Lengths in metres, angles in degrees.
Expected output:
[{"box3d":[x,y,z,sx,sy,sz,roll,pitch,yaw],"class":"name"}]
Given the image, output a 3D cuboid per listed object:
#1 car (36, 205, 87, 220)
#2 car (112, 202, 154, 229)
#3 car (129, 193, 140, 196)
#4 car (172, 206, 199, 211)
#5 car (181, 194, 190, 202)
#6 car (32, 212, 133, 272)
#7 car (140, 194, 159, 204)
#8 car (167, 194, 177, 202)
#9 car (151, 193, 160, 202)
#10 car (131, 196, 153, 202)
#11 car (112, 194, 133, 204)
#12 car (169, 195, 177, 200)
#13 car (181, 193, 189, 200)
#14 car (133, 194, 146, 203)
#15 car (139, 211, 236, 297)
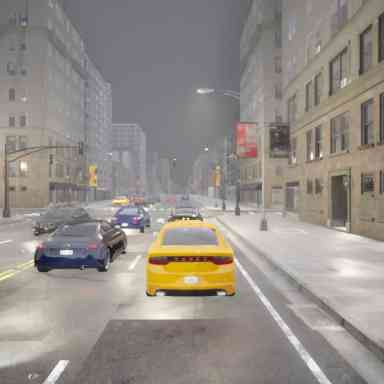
[{"box3d":[-6.981,1.511,18.265,1.837,1.490,4.892,0,0,-1],"class":"car"},{"box3d":[-3.536,1.532,19.527,1.812,1.442,4.674,0,0,-1],"class":"car"},{"box3d":[-11.076,1.248,61.126,2.150,2.045,5.566,0,0,-1],"class":"car"},{"box3d":[-0.355,1.510,18.128,1.837,1.490,4.892,0,0,-1],"class":"car"},{"box3d":[-1.678,1.382,80.689,2.097,1.767,4.553,0,0,-1],"class":"car"},{"box3d":[-3.357,1.567,10.785,1.994,1.385,4.181,0,0,-1],"class":"car"},{"box3d":[-7.817,1.574,60.797,2.033,1.411,5.357,0,0,-1],"class":"car"},{"box3d":[-4.928,1.382,80.620,2.097,1.767,4.553,0,0,-1],"class":"car"},{"box3d":[-7.981,1.254,71.272,2.150,2.045,5.566,0,0,-1],"class":"car"},{"box3d":[-7.647,1.624,51.154,1.895,1.301,4.718,0,0,-1],"class":"car"},{"box3d":[-10.900,1.501,51.192,1.882,1.535,5.008,0,0,-1],"class":"car"},{"box3d":[-5.141,1.439,90.651,2.033,1.411,5.357,0,0,-1],"class":"car"},{"box3d":[-1.891,1.254,90.690,2.097,1.767,4.553,0,0,-1],"class":"car"},{"box3d":[-11.228,1.384,71.115,2.097,1.767,4.553,0,0,-1],"class":"car"},{"box3d":[-0.055,1.480,8.647,1.882,1.535,5.008,0,0,-1],"class":"car"}]
